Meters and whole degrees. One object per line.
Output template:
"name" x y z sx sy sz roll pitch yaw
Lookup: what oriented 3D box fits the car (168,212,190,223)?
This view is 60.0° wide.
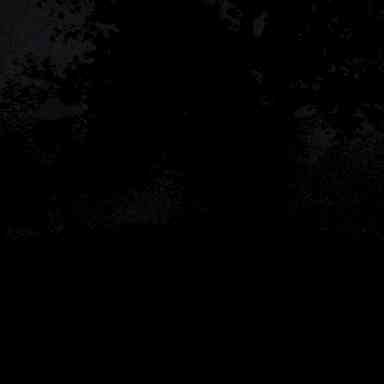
"car" -1.792 3.674 48.383 1.882 1.535 5.008 1 -3 -29
